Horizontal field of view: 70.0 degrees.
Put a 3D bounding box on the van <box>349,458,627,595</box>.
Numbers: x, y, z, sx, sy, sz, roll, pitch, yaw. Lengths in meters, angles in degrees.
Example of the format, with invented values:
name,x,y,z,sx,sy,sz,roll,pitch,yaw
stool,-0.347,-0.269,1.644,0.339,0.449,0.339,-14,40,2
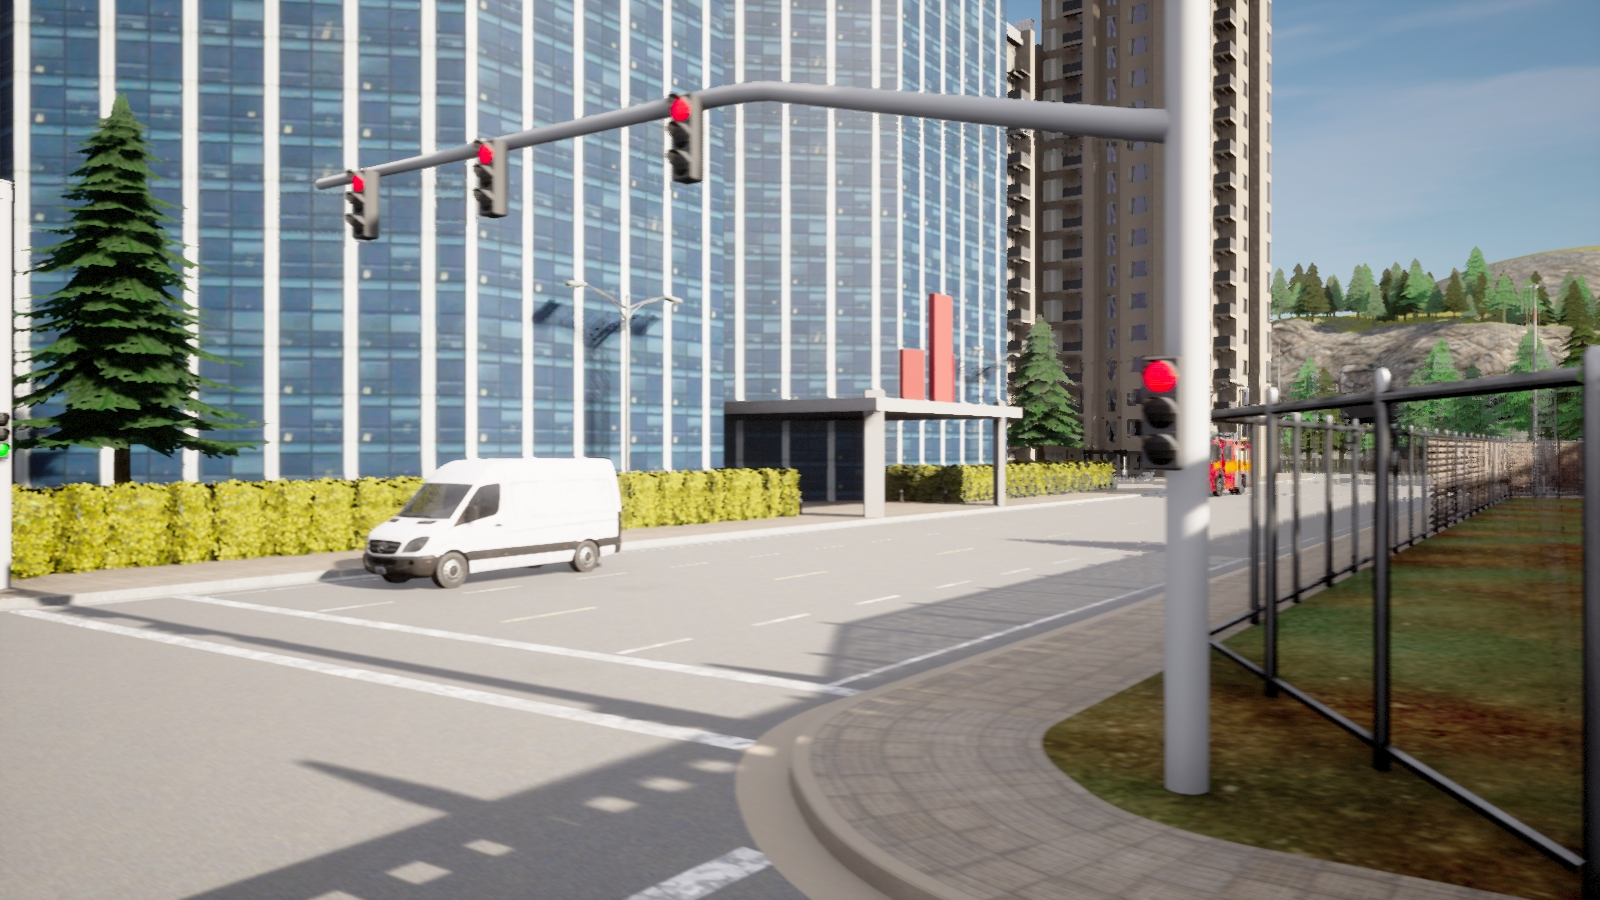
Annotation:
name,x,y,z,sx,sy,sz,roll,pitch,yaw
van,-6.546,1.479,24.805,1.988,2.561,5.915,0,0,35
